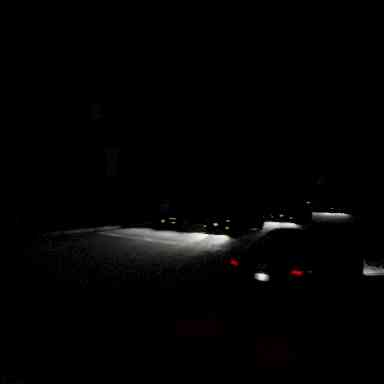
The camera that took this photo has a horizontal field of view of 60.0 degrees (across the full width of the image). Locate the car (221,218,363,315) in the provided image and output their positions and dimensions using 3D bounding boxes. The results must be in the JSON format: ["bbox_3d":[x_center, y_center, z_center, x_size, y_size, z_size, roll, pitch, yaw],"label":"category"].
[{"bbox_3d":[2.551,1.553,7.760,1.994,1.385,4.181,0,0,39],"label":"car"}]

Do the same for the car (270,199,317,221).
[{"bbox_3d":[7.679,1.516,25.553,1.994,1.385,4.181,0,0,38],"label":"car"}]

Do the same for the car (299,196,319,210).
[{"bbox_3d":[13.253,1.249,38.382,2.097,1.767,4.553,0,0,37],"label":"car"}]

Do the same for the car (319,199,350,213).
[{"bbox_3d":[15.534,1.477,35.602,1.994,1.385,4.181,0,1,37],"label":"car"}]

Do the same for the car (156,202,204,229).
[{"bbox_3d":[-0.192,1.447,21.298,1.837,1.490,4.892,0,0,39],"label":"car"}]

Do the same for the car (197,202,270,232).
[{"bbox_3d":[2.470,1.522,19.022,1.994,1.385,4.181,0,0,39],"label":"car"}]

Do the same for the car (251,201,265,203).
[{"bbox_3d":[5.360,1.499,28.257,1.994,1.385,4.181,0,0,39],"label":"car"}]
